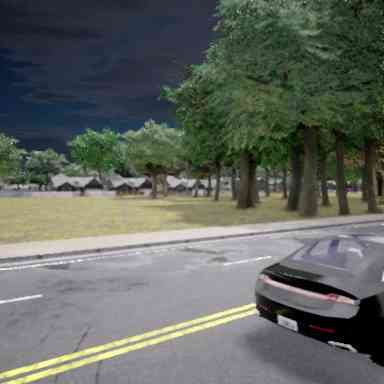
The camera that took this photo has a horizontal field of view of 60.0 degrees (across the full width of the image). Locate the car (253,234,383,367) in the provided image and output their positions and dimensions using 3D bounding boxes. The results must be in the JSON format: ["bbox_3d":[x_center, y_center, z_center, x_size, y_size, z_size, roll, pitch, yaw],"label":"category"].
[{"bbox_3d":[3.212,1.484,5.733,4.902,1.511,2.128,0,0,-36],"label":"car"}]
